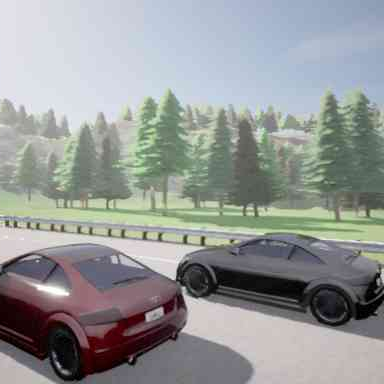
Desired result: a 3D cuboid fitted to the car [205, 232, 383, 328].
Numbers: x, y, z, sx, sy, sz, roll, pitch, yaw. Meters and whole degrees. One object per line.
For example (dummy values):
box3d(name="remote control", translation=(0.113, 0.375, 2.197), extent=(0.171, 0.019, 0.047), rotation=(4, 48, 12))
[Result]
box3d(name="car", translation=(1.686, 1.565, 7.087), extent=(4.181, 1.385, 1.994), rotation=(0, 0, 35))

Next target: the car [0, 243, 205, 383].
box3d(name="car", translation=(-2.125, 1.565, 5.496), extent=(4.181, 1.385, 1.994), rotation=(0, 0, 35))
